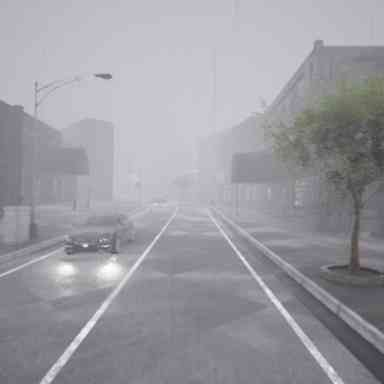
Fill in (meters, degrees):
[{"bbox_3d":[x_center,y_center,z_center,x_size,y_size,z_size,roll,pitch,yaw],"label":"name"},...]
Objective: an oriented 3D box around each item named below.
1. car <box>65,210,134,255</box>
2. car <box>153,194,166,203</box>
[{"bbox_3d":[-3.599,1.563,13.659,1.837,1.490,4.892,0,0,0],"label":"car"},{"bbox_3d":[-5.509,1.105,56.043,1.812,1.442,4.674,1,1,-14],"label":"car"}]
